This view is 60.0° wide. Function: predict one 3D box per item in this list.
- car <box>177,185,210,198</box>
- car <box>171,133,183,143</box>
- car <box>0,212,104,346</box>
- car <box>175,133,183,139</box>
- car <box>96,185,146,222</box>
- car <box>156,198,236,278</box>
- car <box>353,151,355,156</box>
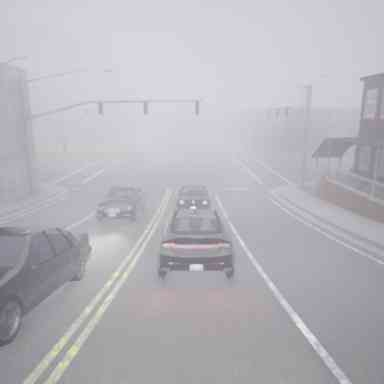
[{"bbox_3d":[0.082,0.238,19.684,1.895,1.301,4.718,0,8,0],"label":"car"},{"bbox_3d":[-3.507,-11.636,73.706,1.837,1.490,4.892,0,13,0],"label":"car"},{"bbox_3d":[-3.505,1.421,6.444,2.033,1.411,5.357,0,2,0],"label":"car"},{"bbox_3d":[-3.509,-15.028,89.059,1.994,1.385,4.181,0,13,0],"label":"car"},{"bbox_3d":[-3.548,0.463,17.259,2.128,1.511,4.902,0,7,1],"label":"car"},{"bbox_3d":[0.098,1.213,9.386,2.128,1.511,4.902,0,4,0],"label":"car"},{"bbox_3d":[25.053,-5.684,46.510,4.553,1.767,2.097,0,13,0],"label":"car"}]
